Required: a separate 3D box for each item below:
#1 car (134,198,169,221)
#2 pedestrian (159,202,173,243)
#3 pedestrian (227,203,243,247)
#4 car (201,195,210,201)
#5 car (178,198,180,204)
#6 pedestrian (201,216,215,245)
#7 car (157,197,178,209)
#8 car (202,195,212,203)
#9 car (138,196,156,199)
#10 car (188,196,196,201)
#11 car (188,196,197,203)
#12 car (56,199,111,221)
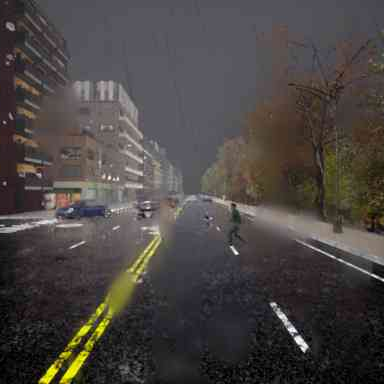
[{"bbox_3d":[-3.354,1.534,27.823,2.128,1.511,4.902,0,0,0],"label":"car"},{"bbox_3d":[-1.155,1.294,14.666,0.375,1.860,0.375,0,0,0],"label":"pedestrian"},{"bbox_3d":[1.734,1.294,13.466,0.375,1.860,0.375,0,0,0],"label":"pedestrian"},{"bbox_3d":[3.266,1.473,80.211,2.033,1.411,5.357,0,0,0],"label":"car"},{"bbox_3d":[-3.297,1.614,61.886,1.895,1.301,4.718,0,0,0],"label":"car"},{"bbox_3d":[0.695,1.574,14.067,0.375,1.300,0.375,0,0,0],"label":"pedestrian"},{"bbox_3d":[-3.339,1.484,46.532,1.882,1.535,5.008,0,0,0],"label":"car"},{"bbox_3d":[3.264,1.605,70.241,1.895,1.301,4.718,0,0,0],"label":"car"},{"bbox_3d":[-6.589,1.356,45.549,2.097,1.767,4.553,0,0,0],"label":"car"},{"bbox_3d":[0.016,1.529,80.241,1.895,1.301,4.718,0,0,0],"label":"car"},{"bbox_3d":[0.014,1.605,70.241,1.895,1.301,4.718,0,0,0],"label":"car"},{"bbox_3d":[-9.210,1.451,28.333,2.097,1.767,4.553,-1,0,34],"label":"car"}]
